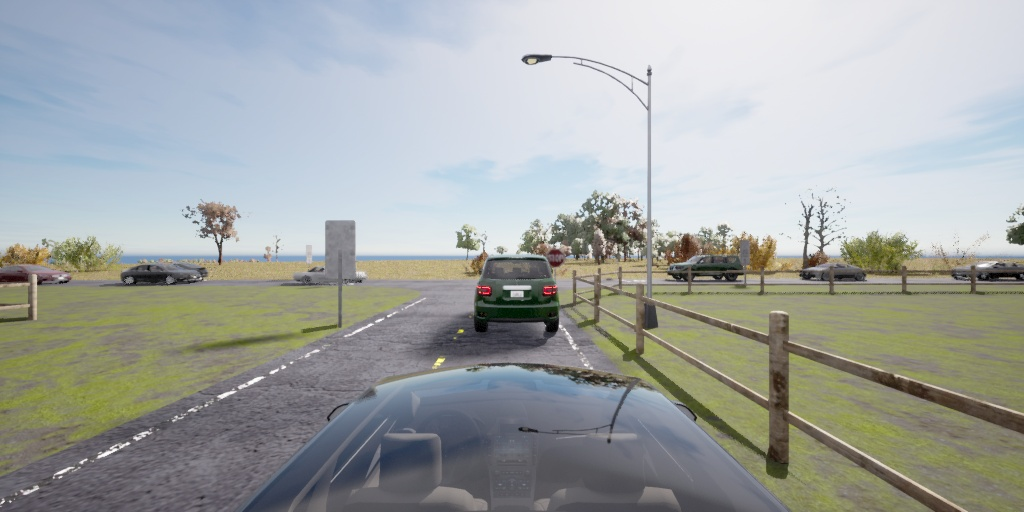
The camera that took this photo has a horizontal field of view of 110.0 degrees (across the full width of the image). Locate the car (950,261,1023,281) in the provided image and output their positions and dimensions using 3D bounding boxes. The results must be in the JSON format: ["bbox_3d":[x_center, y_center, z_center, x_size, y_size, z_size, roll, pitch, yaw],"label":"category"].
[{"bbox_3d":[37.883,1.162,28.430,4.902,1.511,2.128,0,0,1],"label":"car"}]

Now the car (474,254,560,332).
[{"bbox_3d":[0.123,0.971,10.942,2.150,2.045,5.566,0,0,0],"label":"car"}]

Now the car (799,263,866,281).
[{"bbox_3d":[25.479,1.250,28.577,4.181,1.385,1.994,0,0,0],"label":"car"}]

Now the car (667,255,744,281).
[{"bbox_3d":[15.438,0.928,28.682,5.566,2.045,2.150,0,0,0],"label":"car"}]

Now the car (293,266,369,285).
[{"bbox_3d":[-13.030,1.383,26.023,4.718,1.301,1.895,0,0,1],"label":"car"}]

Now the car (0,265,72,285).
[{"bbox_3d":[-35.338,1.372,26.264,4.674,1.442,1.812,0,0,1],"label":"car"}]

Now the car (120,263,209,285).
[{"bbox_3d":[-25.527,1.323,26.152,4.892,1.490,1.837,-1,0,1],"label":"car"}]
